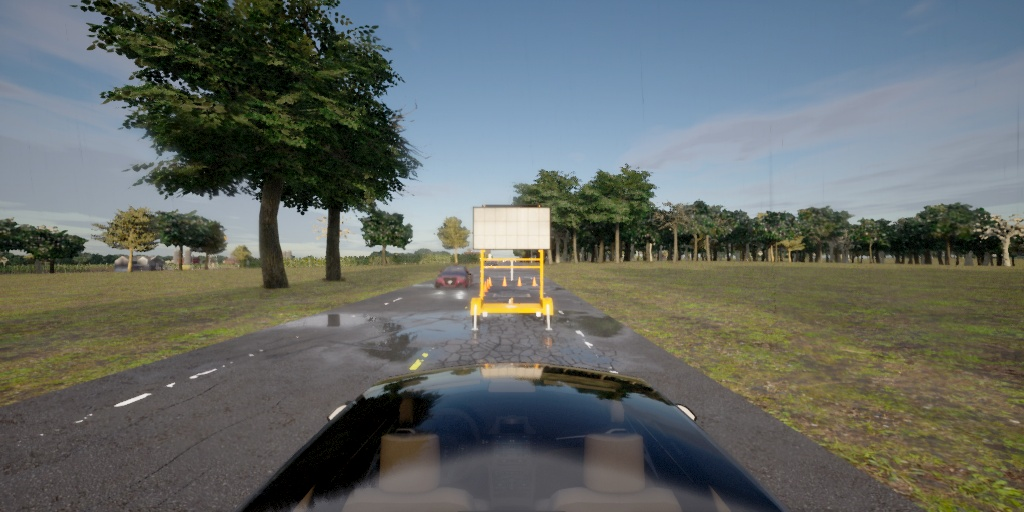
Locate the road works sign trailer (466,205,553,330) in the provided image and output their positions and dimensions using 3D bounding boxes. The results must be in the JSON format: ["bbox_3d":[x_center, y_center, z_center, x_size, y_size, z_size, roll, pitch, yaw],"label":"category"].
[{"bbox_3d":[-0.003,0.218,11.126,2.380,3.560,2.880,0,0,0],"label":"road works sign trailer"}]

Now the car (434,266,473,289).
[{"bbox_3d":[-3.605,1.325,22.888,1.994,1.385,4.181,0,0,0],"label":"car"}]

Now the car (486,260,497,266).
[{"bbox_3d":[-3.580,1.334,63.698,1.837,1.490,4.892,0,0,0],"label":"car"}]
